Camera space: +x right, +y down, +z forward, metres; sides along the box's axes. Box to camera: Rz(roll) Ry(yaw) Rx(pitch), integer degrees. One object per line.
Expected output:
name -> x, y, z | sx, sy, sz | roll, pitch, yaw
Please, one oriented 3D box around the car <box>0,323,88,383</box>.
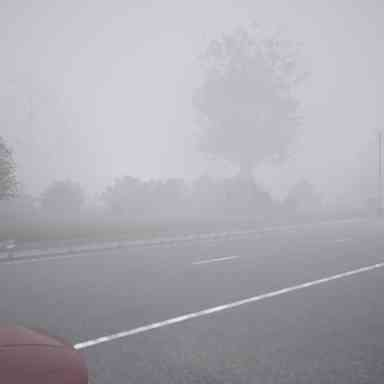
car -> -3.042, 1.482, 1.585 | 5.008, 1.535, 1.882 | 0, 0, -35
